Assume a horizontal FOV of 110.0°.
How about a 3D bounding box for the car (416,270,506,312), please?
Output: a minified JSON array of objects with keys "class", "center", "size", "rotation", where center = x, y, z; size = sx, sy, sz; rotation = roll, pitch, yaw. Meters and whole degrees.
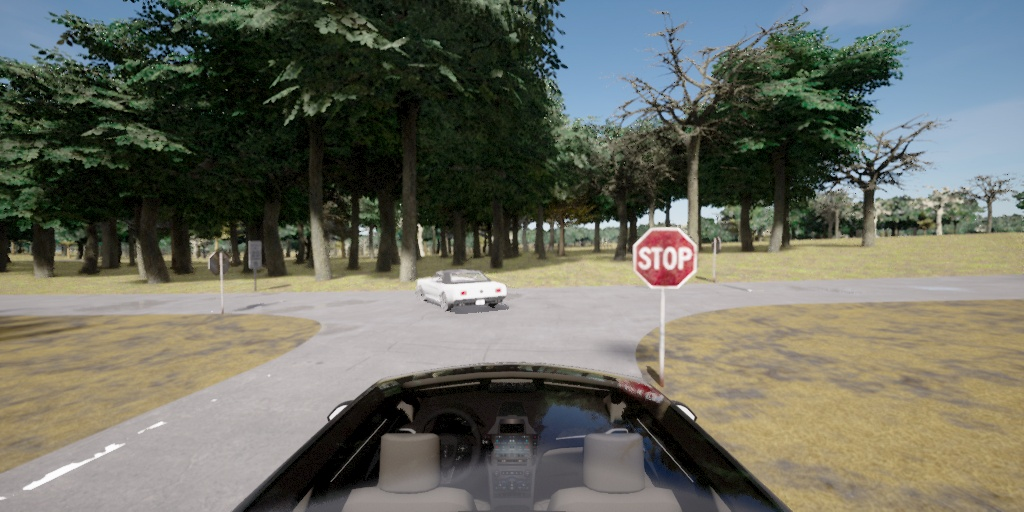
[{"class":"car","center":[-2.106,1.174,13.344],"size":[1.895,1.301,4.718],"rotation":[-1,1,-29]}]
